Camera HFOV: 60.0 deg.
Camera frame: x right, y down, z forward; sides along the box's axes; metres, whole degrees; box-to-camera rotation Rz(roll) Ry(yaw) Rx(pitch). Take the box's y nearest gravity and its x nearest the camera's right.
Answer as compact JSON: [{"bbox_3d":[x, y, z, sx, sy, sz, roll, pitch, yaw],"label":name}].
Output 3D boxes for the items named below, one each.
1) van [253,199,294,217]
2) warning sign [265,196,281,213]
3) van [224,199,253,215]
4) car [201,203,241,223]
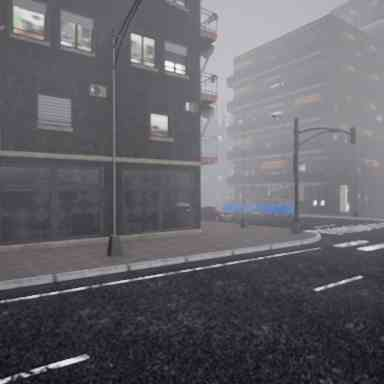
[{"bbox_3d":[8.553,1.582,33.728,1.690,1.788,3.998,-1,0,-37],"label":"van"},{"bbox_3d":[9.028,1.378,37.119,1.300,1.860,1.060,1,0,-37],"label":"warning sign"},{"bbox_3d":[5.217,1.656,38.229,1.690,1.788,3.998,-1,0,-37],"label":"van"},{"bbox_3d":[1.835,1.861,28.781,1.802,1.307,4.206,-1,0,-37],"label":"car"}]
